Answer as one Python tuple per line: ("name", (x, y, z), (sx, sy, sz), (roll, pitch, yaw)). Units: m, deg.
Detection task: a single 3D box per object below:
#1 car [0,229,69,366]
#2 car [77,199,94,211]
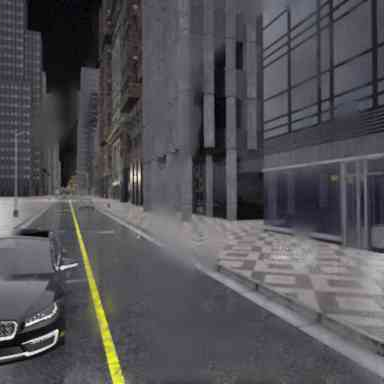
("car", (-3.250, 1.506, 6.019), (1.837, 1.490, 4.892), (0, 0, -21))
("car", (-13.356, 1.546, 41.877), (2.033, 1.411, 5.357), (0, 0, -21))
